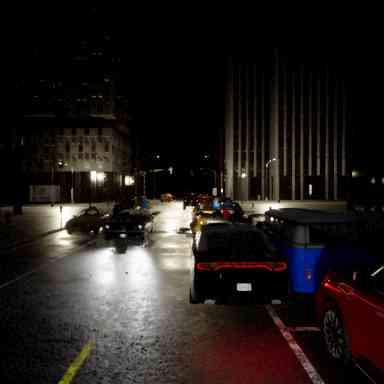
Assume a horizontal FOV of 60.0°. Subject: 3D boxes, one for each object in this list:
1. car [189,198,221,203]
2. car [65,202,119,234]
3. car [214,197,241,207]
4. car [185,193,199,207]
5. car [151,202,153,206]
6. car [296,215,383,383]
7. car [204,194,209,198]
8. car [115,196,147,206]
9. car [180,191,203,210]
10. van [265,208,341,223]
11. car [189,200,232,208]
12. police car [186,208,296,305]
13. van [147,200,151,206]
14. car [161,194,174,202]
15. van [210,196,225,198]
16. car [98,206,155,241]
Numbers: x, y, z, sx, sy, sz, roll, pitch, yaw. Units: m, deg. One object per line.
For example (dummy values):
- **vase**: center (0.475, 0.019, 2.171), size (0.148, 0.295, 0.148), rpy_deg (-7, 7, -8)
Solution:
- **car**: center (0.875, 1.454, 24.359), size (1.801, 1.575, 5.366), rpy_deg (0, 0, 0)
- **car**: center (-5.790, 1.524, 19.117), size (1.752, 1.417, 4.829), rpy_deg (0, 0, 0)
- **car**: center (2.739, 1.439, 24.807), size (1.967, 1.590, 4.097), rpy_deg (0, 0, 0)
- **car**: center (-0.053, 1.236, 53.593), size (2.150, 2.045, 5.566), rpy_deg (0, 0, 0)
- **car**: center (-5.808, 1.525, 41.216), size (1.752, 1.417, 4.829), rpy_deg (0, 0, 0)
- **car**: center (2.764, 1.315, 2.705), size (2.192, 1.841, 5.009), rpy_deg (0, 0, 0)
- **car**: center (2.725, 1.314, 35.858), size (2.192, 1.841, 5.009), rpy_deg (0, 0, 0)
- **car**: center (-5.800, 1.314, 30.337), size (2.192, 1.841, 5.009), rpy_deg (0, 0, 0)
- **car**: center (-0.040, 1.222, 43.220), size (2.150, 2.045, 5.566), rpy_deg (0, 0, 0)
- **van**: center (2.758, 1.340, 8.230), size (1.690, 1.788, 3.998), rpy_deg (0, 0, 0)
- **car**: center (0.881, 1.454, 18.360), size (1.801, 1.575, 5.366), rpy_deg (0, 0, 0)
- **police car**: center (0.890, 1.425, 8.280), size (1.930, 1.638, 5.238), rpy_deg (0, 0, 0)
- **van**: center (-5.804, 1.340, 35.862), size (1.690, 1.788, 3.998), rpy_deg (0, 0, 0)
- **car**: center (-5.840, 1.335, 73.951), size (2.192, 1.841, 5.009), rpy_deg (0, 0, 0)
- **van**: center (2.732, 1.340, 30.332), size (1.690, 1.788, 3.998), rpy_deg (0, 0, 0)
- **car**: center (-3.018, 1.600, 16.797), size (1.895, 1.301, 4.718), rpy_deg (0, 0, 0)
